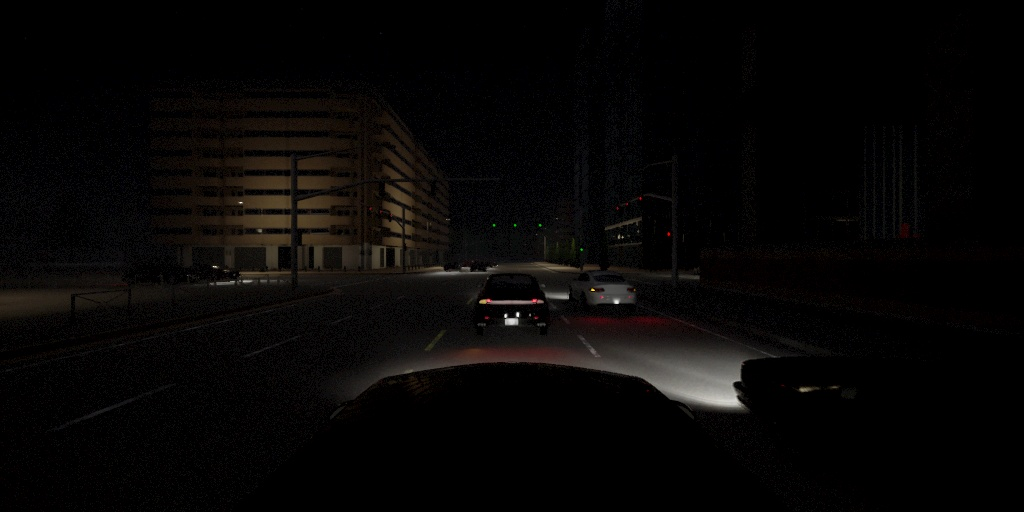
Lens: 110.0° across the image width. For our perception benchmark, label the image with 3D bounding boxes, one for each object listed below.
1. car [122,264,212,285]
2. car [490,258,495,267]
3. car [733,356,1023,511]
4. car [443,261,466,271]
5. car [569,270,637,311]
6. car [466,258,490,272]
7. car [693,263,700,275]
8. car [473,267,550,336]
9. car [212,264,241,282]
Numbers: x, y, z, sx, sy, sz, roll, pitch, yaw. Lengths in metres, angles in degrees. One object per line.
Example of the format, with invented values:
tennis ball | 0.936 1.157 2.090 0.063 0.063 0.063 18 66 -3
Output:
car | -25.058 1.310 25.854 4.892 1.490 1.837 0 0 0
car | -4.245 1.351 59.523 1.895 1.301 4.718 0 0 0
car | 3.601 1.298 1.833 2.033 1.411 5.357 0 0 0
car | -7.820 1.351 47.786 1.895 1.301 4.718 0 0 1
car | 3.473 1.276 14.262 1.812 1.442 4.674 0 0 0
car | -4.246 1.297 45.531 2.033 1.411 5.357 0 0 -1
car | 21.698 1.026 36.782 5.566 2.045 2.150 0 0 0
car | -0.011 1.242 10.394 2.128 1.511 4.902 0 0 0
car | -24.735 1.369 29.355 4.181 1.385 1.994 0 0 0
